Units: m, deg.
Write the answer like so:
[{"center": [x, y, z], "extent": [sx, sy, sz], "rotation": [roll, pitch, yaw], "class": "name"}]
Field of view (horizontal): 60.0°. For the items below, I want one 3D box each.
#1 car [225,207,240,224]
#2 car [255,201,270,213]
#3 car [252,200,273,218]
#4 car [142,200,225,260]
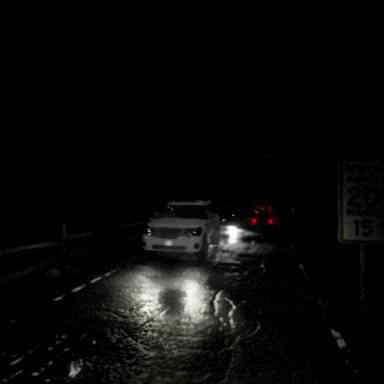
[{"center": [2.937, 1.915, 27.943], "extent": [1.895, 1.301, 4.718], "rotation": [0, -1, 12], "class": "car"}, {"center": [9.820, 2.025, 46.236], "extent": [1.882, 1.535, 5.008], "rotation": [0, -1, 12], "class": "car"}, {"center": [7.721, 1.784, 36.358], "extent": [2.097, 1.767, 4.553], "rotation": [0, -1, 13], "class": "car"}, {"center": [-0.169, 1.365, 13.658], "extent": [2.150, 2.045, 5.566], "rotation": [0, -1, 13], "class": "car"}]
